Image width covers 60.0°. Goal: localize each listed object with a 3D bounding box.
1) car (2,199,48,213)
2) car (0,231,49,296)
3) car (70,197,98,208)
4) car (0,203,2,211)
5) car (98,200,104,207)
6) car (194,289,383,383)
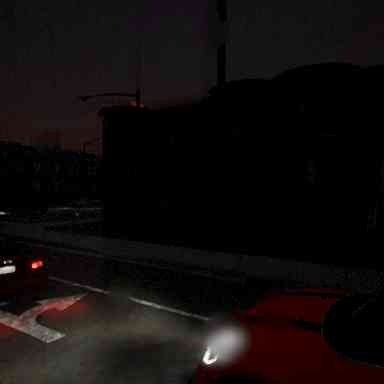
[{"bbox_3d":[-18.377,1.551,37.307,1.994,1.385,4.181,0,0,36],"label":"car"},{"bbox_3d":[-5.535,1.544,7.918,5.357,1.411,2.033,0,0,38],"label":"car"},{"bbox_3d":[-15.149,1.511,47.799,1.812,1.442,4.674,0,0,36],"label":"car"},{"bbox_3d":[-20.890,1.533,39.817,2.033,1.411,5.357,0,0,36],"label":"car"},{"bbox_3d":[-10.735,1.587,47.966,1.895,1.301,4.718,0,0,36],"label":"car"},{"bbox_3d":[2.214,1.352,2.417,4.553,1.767,2.097,0,0,36],"label":"car"}]
